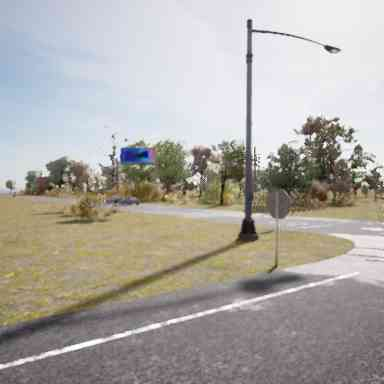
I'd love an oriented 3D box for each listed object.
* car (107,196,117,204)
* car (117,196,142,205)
[{"bbox_3d":[-14.383,1.470,62.311,1.837,1.490,4.892,0,0,-34],"label":"car"},{"bbox_3d":[-10.383,1.525,56.403,2.033,1.411,5.357,0,0,-33],"label":"car"}]
